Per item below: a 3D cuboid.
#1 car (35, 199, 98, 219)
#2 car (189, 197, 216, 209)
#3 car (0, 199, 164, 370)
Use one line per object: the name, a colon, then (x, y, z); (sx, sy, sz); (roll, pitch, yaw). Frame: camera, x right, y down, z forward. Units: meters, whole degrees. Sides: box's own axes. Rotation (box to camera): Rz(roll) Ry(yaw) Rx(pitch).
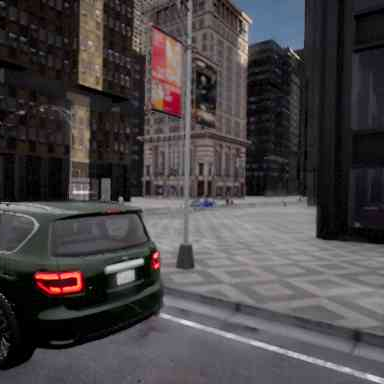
car: (-10.318, 1.345, 27.690); (1.812, 1.442, 4.674); (2, 1, 35)
car: (1.489, 1.465, 44.332); (1.812, 1.442, 4.674); (2, 1, 35)
car: (-3.035, 1.157, 5.851); (5.566, 2.045, 2.150); (1, 1, 35)
